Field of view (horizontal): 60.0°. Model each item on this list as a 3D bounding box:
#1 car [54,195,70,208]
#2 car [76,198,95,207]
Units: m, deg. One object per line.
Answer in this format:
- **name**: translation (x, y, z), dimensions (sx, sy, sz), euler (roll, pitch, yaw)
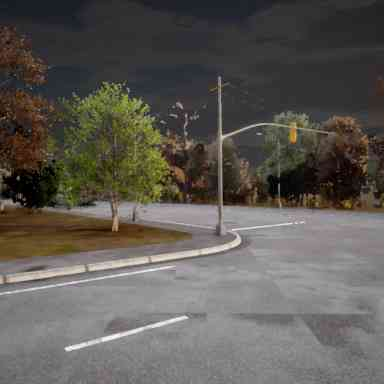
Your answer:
- **car**: translation (-19.426, 1.190, 48.629), dimensions (2.150, 2.045, 5.566), euler (-1, 0, -38)
- **car**: translation (-16.282, 1.520, 50.303), dimensions (1.895, 1.301, 4.718), euler (-1, 0, -38)
